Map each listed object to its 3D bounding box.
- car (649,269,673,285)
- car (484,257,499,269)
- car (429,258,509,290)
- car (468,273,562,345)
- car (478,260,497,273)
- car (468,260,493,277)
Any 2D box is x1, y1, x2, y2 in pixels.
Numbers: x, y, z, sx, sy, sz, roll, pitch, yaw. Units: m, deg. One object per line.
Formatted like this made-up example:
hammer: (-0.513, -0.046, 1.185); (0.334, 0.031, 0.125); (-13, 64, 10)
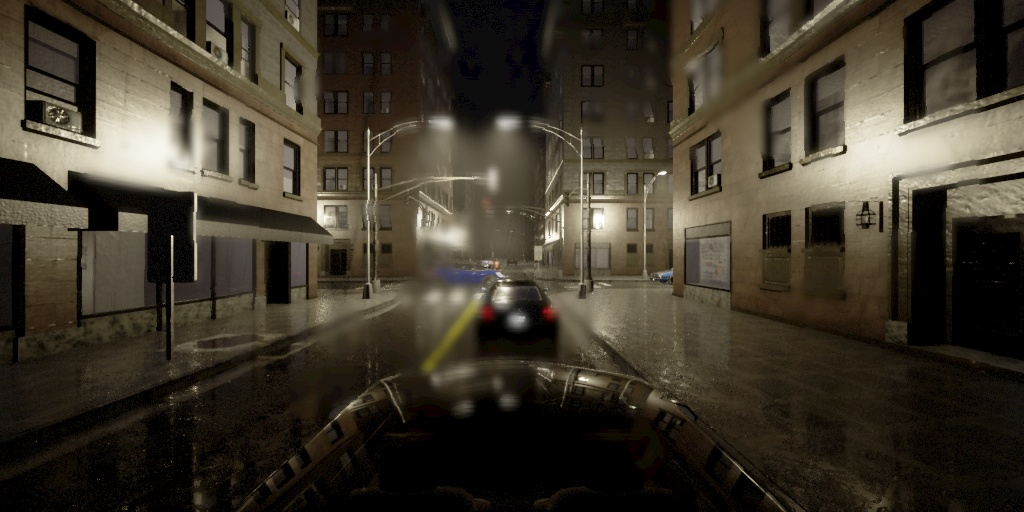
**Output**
car: (12.613, 1.261, 25.197); (5.357, 1.411, 2.033); (0, 0, 0)
car: (-3.091, 1.093, 55.888); (2.097, 1.767, 4.553); (0, 0, -1)
car: (-2.631, 1.099, 21.947); (4.553, 1.767, 2.097); (0, 0, 0)
car: (0.113, 1.314, 9.536); (1.994, 1.385, 4.181); (0, 0, -1)
car: (-3.103, 1.294, 46.106); (2.033, 1.411, 5.357); (0, 0, 0)
car: (-3.098, 1.240, 36.363); (2.128, 1.511, 4.902); (0, 0, 0)
